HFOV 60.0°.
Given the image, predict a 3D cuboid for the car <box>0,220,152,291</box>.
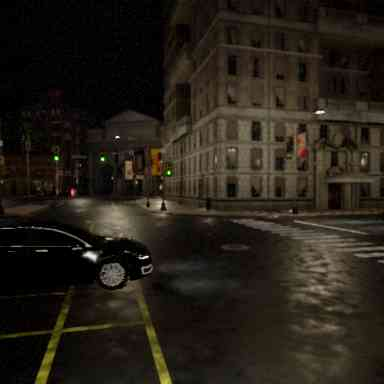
[{"bbox_3d":[-3.397,1.427,7.757,4.892,1.490,1.837,0,1,-15],"label":"car"}]
